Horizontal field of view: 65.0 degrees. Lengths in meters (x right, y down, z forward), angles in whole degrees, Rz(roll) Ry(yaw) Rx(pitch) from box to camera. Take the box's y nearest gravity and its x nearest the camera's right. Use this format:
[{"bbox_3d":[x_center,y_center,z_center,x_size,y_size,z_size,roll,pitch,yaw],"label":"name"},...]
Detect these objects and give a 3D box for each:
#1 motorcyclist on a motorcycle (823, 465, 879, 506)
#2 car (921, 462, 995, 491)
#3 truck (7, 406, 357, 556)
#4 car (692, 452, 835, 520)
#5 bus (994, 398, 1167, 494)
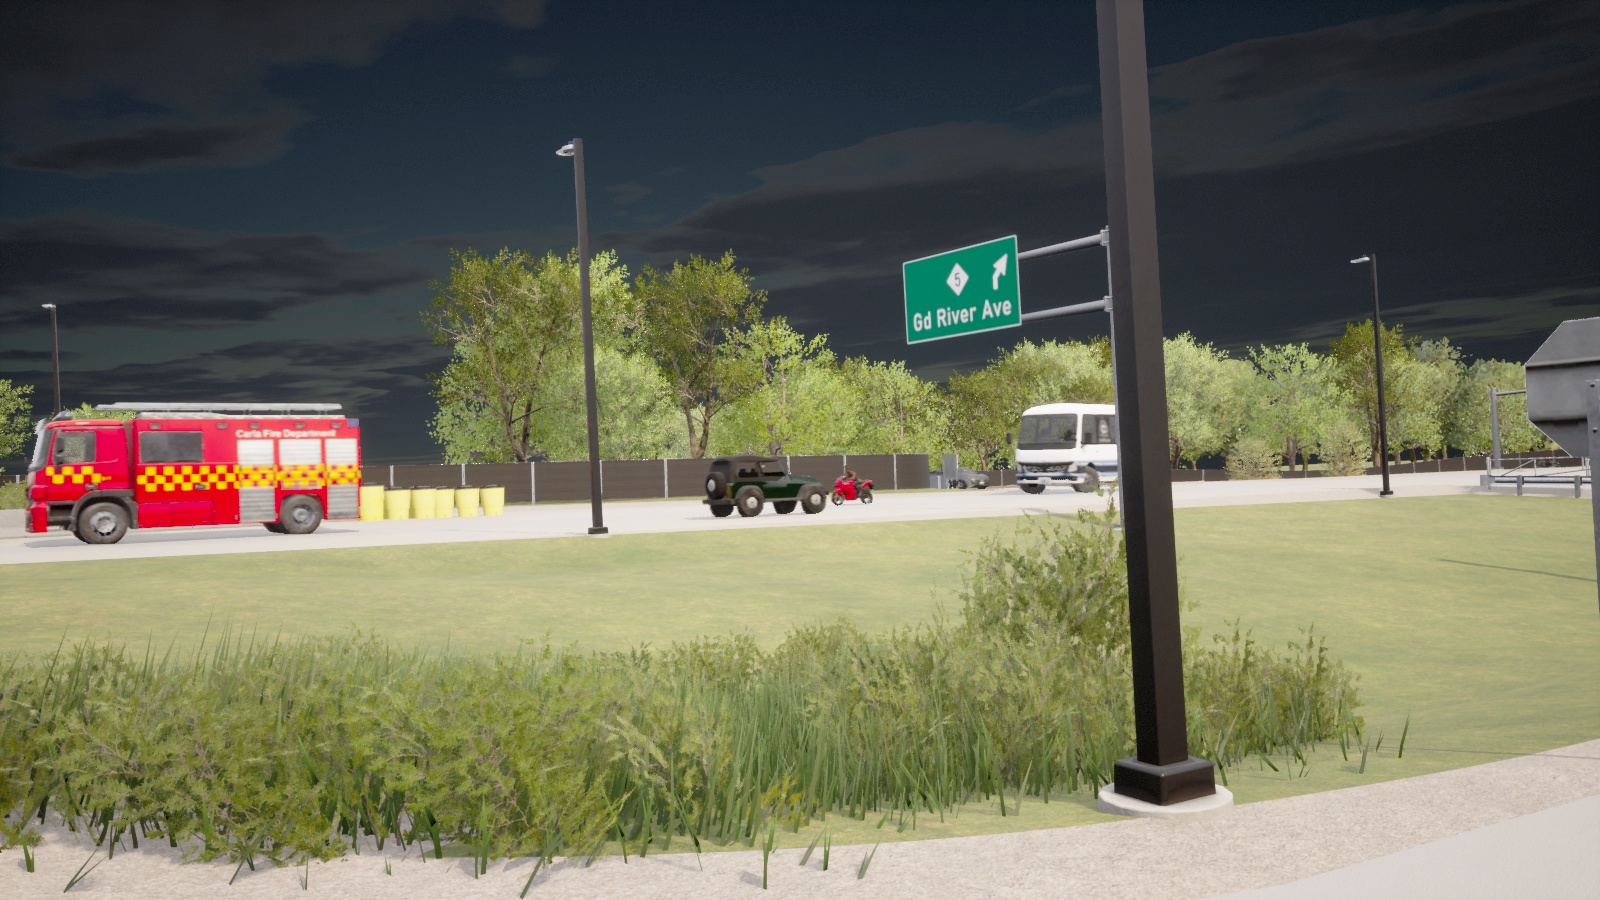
[{"bbox_3d":[1.983,1.391,49.021,2.044,1.523,0.797,-2,-2,-35],"label":"motorcyclist on a motorcycle"},{"bbox_3d":[9.779,1.686,77.988,2.007,1.525,4.514,-2,-2,-35],"label":"car"},{"bbox_3d":[-17.395,0.770,35.677,8.468,3.827,2.891,-2,-2,-35],"label":"truck"},{"bbox_3d":[-1.093,1.084,38.400,3.866,1.878,1.905,-2,-2,-35],"label":"car"},{"bbox_3d":[13.758,-0.198,60.790,3.944,4.253,10.273,-1,0,39],"label":"bus"}]
